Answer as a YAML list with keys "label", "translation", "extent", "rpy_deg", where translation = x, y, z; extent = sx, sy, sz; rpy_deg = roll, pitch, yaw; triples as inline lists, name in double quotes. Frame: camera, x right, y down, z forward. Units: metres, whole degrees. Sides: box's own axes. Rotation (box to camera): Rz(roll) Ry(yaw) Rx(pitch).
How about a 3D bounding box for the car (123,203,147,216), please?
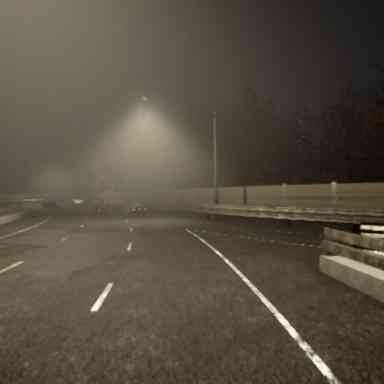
- label: "car"
  translation: [-6.477, 1.968, 37.705]
  extent: [2.033, 1.411, 5.357]
  rpy_deg: [0, -1, -21]

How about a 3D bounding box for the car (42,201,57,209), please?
- label: "car"
  translation: [-25.459, 2.304, 59.550]
  extent: [1.812, 1.442, 4.674]
  rpy_deg: [0, -1, -34]

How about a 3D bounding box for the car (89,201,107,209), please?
- label: "car"
  translation: [-16.769, 2.310, 59.166]
  extent: [1.895, 1.301, 4.718]
  rpy_deg: [0, -1, -32]

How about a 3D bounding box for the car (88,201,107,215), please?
- label: "car"
  translation: [-11.973, 2.029, 41.916]
  extent: [1.812, 1.442, 4.674]
  rpy_deg: [0, -1, -22]
